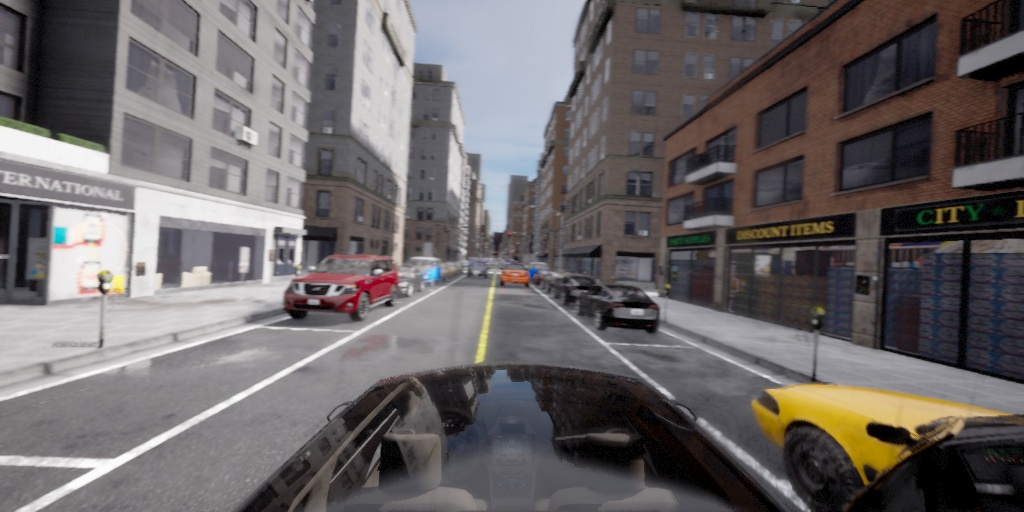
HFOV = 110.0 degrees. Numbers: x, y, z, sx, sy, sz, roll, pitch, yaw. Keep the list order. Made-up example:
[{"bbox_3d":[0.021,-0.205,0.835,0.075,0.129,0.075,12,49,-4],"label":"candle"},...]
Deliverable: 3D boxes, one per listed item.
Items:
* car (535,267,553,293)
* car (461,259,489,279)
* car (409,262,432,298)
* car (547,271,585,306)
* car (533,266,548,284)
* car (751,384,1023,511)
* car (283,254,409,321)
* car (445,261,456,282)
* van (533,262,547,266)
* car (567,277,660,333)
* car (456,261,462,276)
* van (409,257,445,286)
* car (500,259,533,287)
[{"bbox_3d":[2.880,1.647,23.289,2.007,1.370,4.403,0,0,-2],"label":"car"},{"bbox_3d":[-3.234,1.334,34.132,2.128,1.511,4.902,3,-1,-2],"label":"car"},{"bbox_3d":[-5.398,1.134,17.274,2.007,1.370,4.403,0,0,-2],"label":"car"},{"bbox_3d":[3.106,1.626,17.624,1.948,1.339,4.313,0,0,-2],"label":"car"},{"bbox_3d":[2.653,1.712,28.954,1.802,1.307,4.207,0,0,-2],"label":"car"},{"bbox_3d":[3.479,1.397,1.455,1.801,1.575,5.366,3,0,-2],"label":"car"},{"bbox_3d":[-5.172,0.862,11.611,2.192,1.841,5.009,0,0,-2],"label":"car"},{"bbox_3d":[-5.845,1.179,28.433,1.751,1.417,4.829,0,0,-2],"label":"car"},{"bbox_3d":[2.427,1.503,34.620,1.690,1.789,3.998,0,0,-2],"label":"van"},{"bbox_3d":[3.333,1.590,11.960,1.948,1.339,4.313,0,0,-2],"label":"car"},{"bbox_3d":[-6.071,1.210,34.097,1.751,1.417,4.829,0,0,-2],"label":"car"},{"bbox_3d":[-5.625,0.960,22.938,1.690,1.789,3.998,0,0,-2],"label":"van"},{"bbox_3d":[0.158,1.330,27.530,2.097,1.767,4.553,3,0,-2],"label":"car"}]
